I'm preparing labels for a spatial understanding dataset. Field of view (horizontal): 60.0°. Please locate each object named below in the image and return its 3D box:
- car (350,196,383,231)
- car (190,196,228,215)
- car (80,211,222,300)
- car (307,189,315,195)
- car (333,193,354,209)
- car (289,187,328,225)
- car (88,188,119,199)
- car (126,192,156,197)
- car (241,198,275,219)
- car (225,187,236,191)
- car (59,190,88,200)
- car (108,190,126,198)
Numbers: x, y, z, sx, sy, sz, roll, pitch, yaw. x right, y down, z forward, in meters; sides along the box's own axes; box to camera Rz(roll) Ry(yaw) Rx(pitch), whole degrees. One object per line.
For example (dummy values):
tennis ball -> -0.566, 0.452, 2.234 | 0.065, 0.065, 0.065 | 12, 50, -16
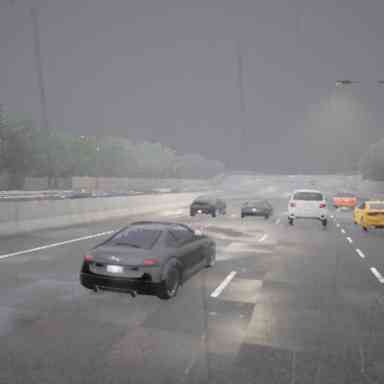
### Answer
car -> 10.159, 1.241, 18.225 | 1.882, 1.535, 5.008 | 1, 1, 19
car -> 1.336, 1.041, 24.777 | 1.837, 1.490, 4.892 | 1, 1, 19
car -> -0.786, 1.393, 8.164 | 1.994, 1.385, 4.181 | 1, 1, 19
car -> 30.502, 0.057, 85.344 | 1.895, 1.301, 4.718 | 1, 2, 20
car -> 16.186, 0.852, 35.237 | 2.097, 1.767, 4.553 | 1, 1, 20
car -> 7.400, 0.896, 21.219 | 2.150, 2.045, 5.566 | 1, 1, 19
car -> -10.874, 0.387, 43.250 | 2.097, 1.767, 4.553 | 1, 1, 20
car -> -5.258, 0.800, 38.193 | 1.895, 1.301, 4.718 | 1, 1, 20
car -> 4.871, 1.150, 24.279 | 1.994, 1.385, 4.181 | 1, 1, 19
car -> 8.896, -0.354, 77.219 | 2.097, 1.767, 4.553 | 1, 2, 20
car -> -14.825, 0.496, 42.600 | 2.128, 1.511, 4.902 | 1, 1, 20
car -> -7.959, 0.714, 41.039 | 1.895, 1.301, 4.718 | 1, 1, 20
